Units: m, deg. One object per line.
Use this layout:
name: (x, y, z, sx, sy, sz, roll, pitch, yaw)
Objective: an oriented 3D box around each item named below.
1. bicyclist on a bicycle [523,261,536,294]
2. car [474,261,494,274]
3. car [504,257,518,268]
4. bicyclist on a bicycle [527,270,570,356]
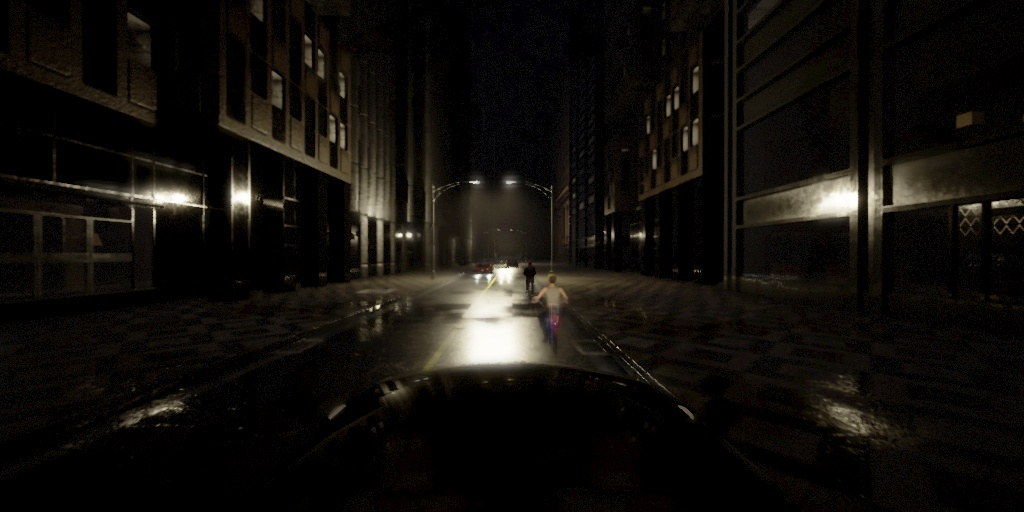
bicyclist on a bicycle: (0.824, 1.116, 16.558, 0.659, 1.776, 1.843, 0, 0, 0)
car: (-3.101, 1.296, 39.960, 1.994, 1.385, 4.181, 0, 0, 0)
car: (0.091, 1.192, 60.484, 1.882, 1.535, 5.008, 0, 0, 0)
bicyclist on a bicycle: (0.853, 1.185, 7.668, 0.866, 1.612, 1.509, 0, 0, 0)
